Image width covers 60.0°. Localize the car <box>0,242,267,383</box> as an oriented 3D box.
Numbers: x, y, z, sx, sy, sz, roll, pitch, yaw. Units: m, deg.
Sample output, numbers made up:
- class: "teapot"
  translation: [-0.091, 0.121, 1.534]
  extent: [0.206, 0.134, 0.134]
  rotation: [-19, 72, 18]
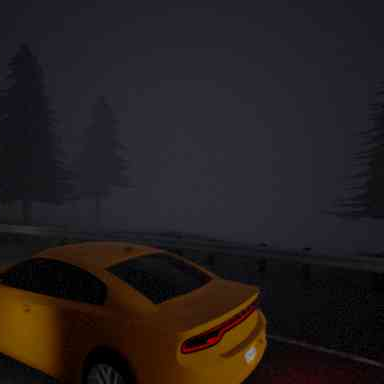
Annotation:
- class: "car"
  translation: [-1.496, 1.460, 4.666]
  extent: [5.008, 1.535, 1.882]
  rotation: [0, 0, 32]
